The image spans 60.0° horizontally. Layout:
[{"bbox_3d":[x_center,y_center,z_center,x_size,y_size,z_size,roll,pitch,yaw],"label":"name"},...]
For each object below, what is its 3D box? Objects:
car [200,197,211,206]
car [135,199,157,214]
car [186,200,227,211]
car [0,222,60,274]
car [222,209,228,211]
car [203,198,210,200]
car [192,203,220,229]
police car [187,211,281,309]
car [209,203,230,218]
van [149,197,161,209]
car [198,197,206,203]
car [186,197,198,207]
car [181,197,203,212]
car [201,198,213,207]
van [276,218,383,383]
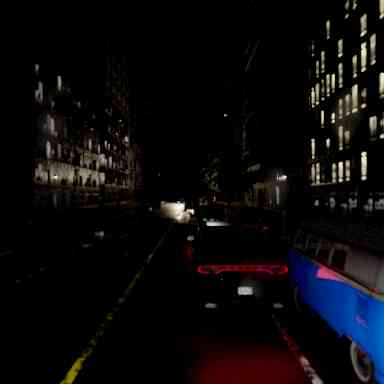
[{"bbox_3d":[2.722,1.899,67.695,1.967,1.590,4.097,0,0,0],"label":"car"},{"bbox_3d":[-5.672,1.836,39.240,2.008,1.369,4.403,0,0,0],"label":"car"},{"bbox_3d":[0.859,1.485,18.062,2.097,1.767,4.553,0,0,-1],"label":"car"},{"bbox_3d":[-5.686,1.661,10.778,1.802,1.307,4.206,0,0,0],"label":"car"},{"bbox_3d":[2.698,1.703,16.463,1.802,1.307,4.206,0,0,0],"label":"car"},{"bbox_3d":[2.711,1.875,44.925,2.008,1.369,4.403,0,0,0],"label":"car"},{"bbox_3d":[0.911,1.634,24.290,1.801,1.575,5.366,0,0,0],"label":"car"},{"bbox_3d":[0.904,1.486,8.210,1.930,1.638,5.238,0,0,0],"label":"police car"},{"bbox_3d":[2.706,1.828,33.540,1.802,1.307,4.206,0,0,0],"label":"car"},{"bbox_3d":[-5.666,1.700,50.627,1.690,1.788,3.998,0,0,0],"label":"van"},{"bbox_3d":[2.733,2.127,90.464,1.887,1.381,4.507,0,0,0],"label":"car"},{"bbox_3d":[0.027,1.760,58.831,2.097,1.767,4.553,0,0,0],"label":"car"},{"bbox_3d":[0.028,1.675,44.882,2.097,1.767,4.553,0,0,0],"label":"car"},{"bbox_3d":[2.719,1.866,62.003,1.967,1.590,4.097,0,0,0],"label":"car"},{"bbox_3d":[2.693,1.379,5.081,1.690,1.788,3.998,0,0,0],"label":"van"}]
